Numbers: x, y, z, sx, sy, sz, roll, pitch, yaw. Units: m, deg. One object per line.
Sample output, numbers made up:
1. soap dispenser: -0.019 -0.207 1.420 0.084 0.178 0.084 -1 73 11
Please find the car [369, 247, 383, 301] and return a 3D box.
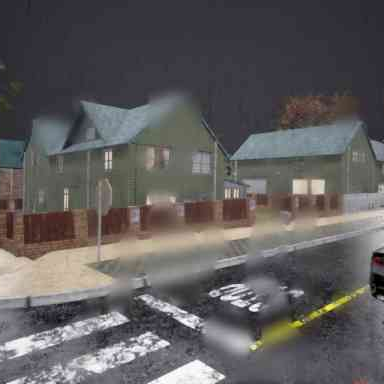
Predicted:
1. car: 5.410 1.365 6.829 5.008 1.535 1.882 -1 2 -42
